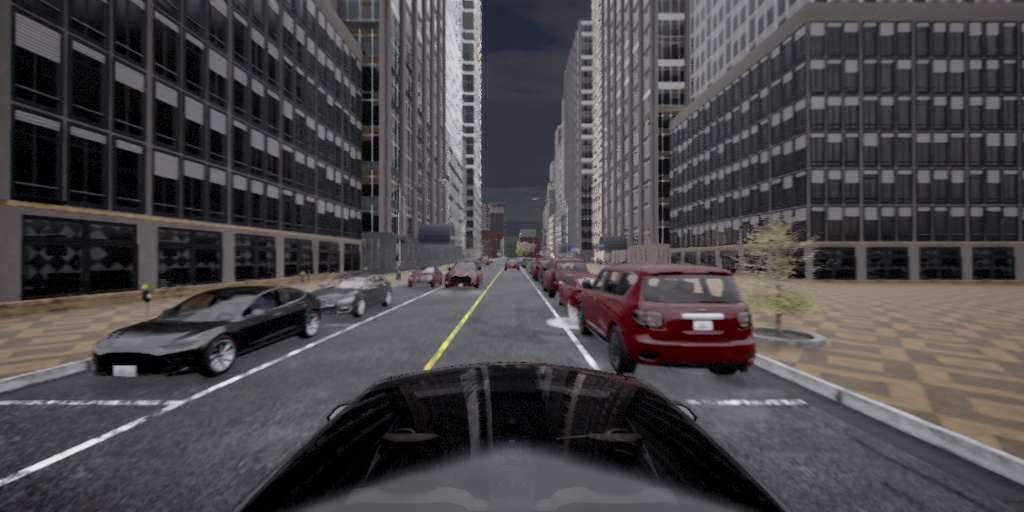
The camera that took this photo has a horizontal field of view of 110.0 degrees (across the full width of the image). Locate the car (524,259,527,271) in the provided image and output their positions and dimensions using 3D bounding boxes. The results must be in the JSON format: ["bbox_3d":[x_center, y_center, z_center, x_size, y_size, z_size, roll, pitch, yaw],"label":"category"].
[{"bbox_3d":[2.696,1.298,40.684,2.007,1.370,4.403,0,0,0],"label":"car"}]

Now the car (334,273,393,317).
[{"bbox_3d":[-5.688,1.301,12.987,2.007,1.370,4.403,0,0,0],"label":"car"}]

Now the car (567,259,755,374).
[{"bbox_3d":[2.691,1.064,7.447,2.192,1.841,5.009,0,0,0],"label":"car"}]

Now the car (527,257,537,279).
[{"bbox_3d":[2.694,1.063,29.605,2.192,1.841,5.009,0,0,0],"label":"car"}]

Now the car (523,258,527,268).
[{"bbox_3d":[2.697,1.272,46.393,1.751,1.417,4.829,0,0,0],"label":"car"}]

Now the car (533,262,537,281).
[{"bbox_3d":[2.694,1.315,24.066,1.948,1.339,4.313,0,0,0],"label":"car"}]

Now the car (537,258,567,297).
[{"bbox_3d":[2.693,1.064,18.527,2.192,1.841,5.009,0,0,0],"label":"car"}]

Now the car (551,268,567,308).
[{"bbox_3d":[2.692,1.295,12.987,1.888,1.381,4.507,0,0,0],"label":"car"}]

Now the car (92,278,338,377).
[{"bbox_3d":[-5.689,1.317,7.448,1.948,1.339,4.313,0,0,0],"label":"car"}]

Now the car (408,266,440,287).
[{"bbox_3d":[-5.687,1.332,24.066,1.802,1.307,4.207,0,0,0],"label":"car"}]

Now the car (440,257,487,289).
[{"bbox_3d":[-3.005,1.100,23.288,2.097,1.767,4.553,0,0,0],"label":"car"}]

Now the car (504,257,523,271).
[{"bbox_3d":[0.006,1.099,48.960,2.097,1.767,4.553,0,0,0],"label":"car"}]
